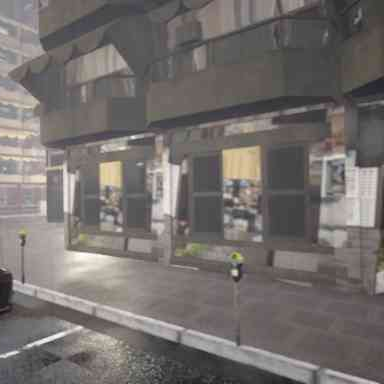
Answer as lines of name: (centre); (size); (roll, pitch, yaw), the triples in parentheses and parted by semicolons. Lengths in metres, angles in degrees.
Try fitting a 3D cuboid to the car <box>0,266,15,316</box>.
car: (-5.087, 1.645, 6.356); (4.313, 1.339, 1.947); (-1, -1, 35)
